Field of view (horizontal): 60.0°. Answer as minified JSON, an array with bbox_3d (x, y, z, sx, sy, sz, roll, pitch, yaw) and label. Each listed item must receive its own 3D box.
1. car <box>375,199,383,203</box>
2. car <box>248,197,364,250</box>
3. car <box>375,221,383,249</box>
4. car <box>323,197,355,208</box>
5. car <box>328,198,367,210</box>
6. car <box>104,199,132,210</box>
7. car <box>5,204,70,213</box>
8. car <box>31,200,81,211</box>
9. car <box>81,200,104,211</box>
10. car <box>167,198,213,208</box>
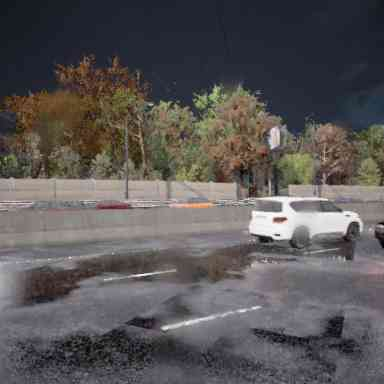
[{"bbox_3d":[24.579,1.607,42.417,4.718,1.301,1.895,0,0,-30],"label":"car"},{"bbox_3d":[5.054,1.223,14.632,5.566,2.045,2.150,0,0,-30],"label":"car"},{"bbox_3d":[9.221,1.491,13.007,4.902,1.511,2.128,0,0,-30],"label":"car"},{"bbox_3d":[21.561,1.512,48.756,4.892,1.490,1.837,0,0,-30],"label":"car"},{"bbox_3d":[20.686,1.552,44.203,5.357,1.411,2.033,0,0,-30],"label":"car"},{"bbox_3d":[-8.189,1.477,31.455,5.008,1.535,1.882,0,0,-30],"label":"car"},{"bbox_3d":[-9.358,1.564,18.631,4.181,1.385,1.994,0,0,-30],"label":"car"},{"bbox_3d":[-10.148,1.352,22.214,4.553,1.767,2.097,0,0,-30],"label":"car"},{"bbox_3d":[-9.903,1.492,26.410,4.902,1.511,2.128,0,0,-30],"label":"car"},{"bbox_3d":[-0.232,1.352,32.035,4.553,1.767,2.097,0,0,-30],"label":"car"}]
